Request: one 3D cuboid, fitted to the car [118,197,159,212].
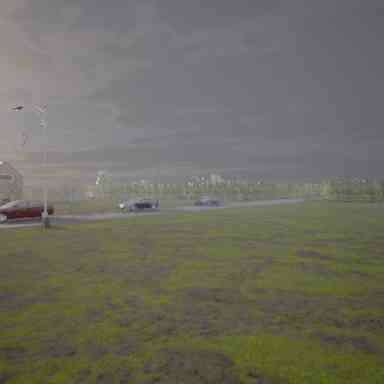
[{"bbox_3d":[-5.607,1.269,35.238,2.128,1.511,4.902,0,0,37],"label":"car"}]

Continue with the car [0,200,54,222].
[{"bbox_3d":[-13.072,1.366,25.232,1.882,1.535,5.008,0,1,37],"label":"car"}]

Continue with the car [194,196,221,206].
[{"bbox_3d":[2.142,1.225,45.596,1.994,1.385,4.181,0,0,37],"label":"car"}]
